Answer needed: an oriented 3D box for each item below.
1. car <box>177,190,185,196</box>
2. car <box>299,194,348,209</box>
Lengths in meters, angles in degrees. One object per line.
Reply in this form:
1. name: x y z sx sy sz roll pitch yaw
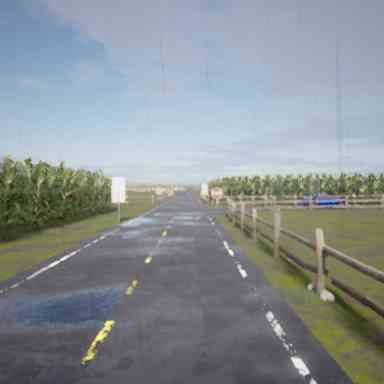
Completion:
1. car: -2.754 0.287 87.523 1.994 1.385 4.181 0 1 0
2. car: 14.103 0.987 35.815 5.008 1.535 1.882 -1 1 -2
